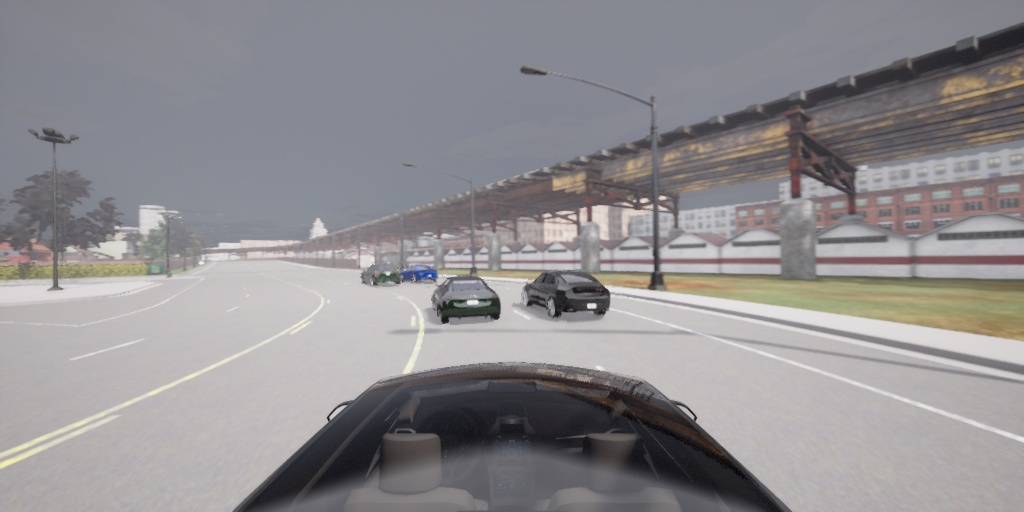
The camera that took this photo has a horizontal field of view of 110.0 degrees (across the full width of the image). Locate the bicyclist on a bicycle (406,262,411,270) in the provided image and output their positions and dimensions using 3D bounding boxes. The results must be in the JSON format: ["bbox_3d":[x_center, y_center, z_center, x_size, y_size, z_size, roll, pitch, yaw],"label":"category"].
[{"bbox_3d":[-13.543,1.534,46.778,0.582,1.620,1.656,-1,-1,-29],"label":"bicyclist on a bicycle"}]

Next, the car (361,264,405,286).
[{"bbox_3d":[-10.848,1.442,29.375,2.097,1.767,4.553,-1,0,-37],"label":"car"}]

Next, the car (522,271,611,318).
[{"bbox_3d":[1.799,1.289,13.267,1.837,1.490,4.892,0,0,-15],"label":"car"}]

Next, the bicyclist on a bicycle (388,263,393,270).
[{"bbox_3d":[-16.467,1.748,48.876,1.656,1.620,0.582,-1,0,25],"label":"bicyclist on a bicycle"}]

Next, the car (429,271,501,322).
[{"bbox_3d":[-1.754,1.406,12.897,1.994,1.385,4.181,-1,0,-16],"label":"car"}]

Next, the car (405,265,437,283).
[{"bbox_3d":[-8.370,1.539,31.961,1.882,1.535,5.008,0,0,-37],"label":"car"}]

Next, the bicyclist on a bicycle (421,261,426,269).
[{"bbox_3d":[-13.132,1.562,53.089,0.582,1.620,1.656,-1,-1,-38],"label":"bicyclist on a bicycle"}]
